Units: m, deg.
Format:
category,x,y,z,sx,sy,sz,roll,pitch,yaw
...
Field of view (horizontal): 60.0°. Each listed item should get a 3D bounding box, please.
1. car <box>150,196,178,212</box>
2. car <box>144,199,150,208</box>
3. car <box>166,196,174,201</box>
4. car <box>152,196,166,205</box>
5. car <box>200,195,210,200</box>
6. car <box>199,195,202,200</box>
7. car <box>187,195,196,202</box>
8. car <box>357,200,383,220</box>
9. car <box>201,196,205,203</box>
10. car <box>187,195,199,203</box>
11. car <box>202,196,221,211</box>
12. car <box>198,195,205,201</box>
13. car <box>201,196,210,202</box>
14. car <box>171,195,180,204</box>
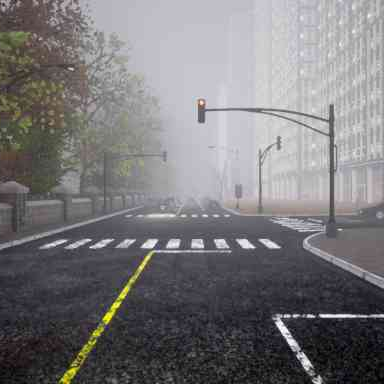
category,x,y,z,sx,sy,sz,roll,pitch,yaw
car,-3.135,1.509,38.214,2.128,1.511,4.902,0,0,0
car,-5.730,1.608,47.149,1.802,1.307,4.206,0,0,0
car,-5.765,1.626,86.575,1.887,1.381,4.507,0,0,0
car,-5.740,1.478,58.414,1.967,1.590,4.097,0,0,0
car,2.645,1.597,52.789,1.947,1.339,4.313,0,0,0
car,3.052,1.406,69.806,2.097,1.767,4.553,0,0,0
car,-0.069,1.482,78.807,2.033,1.411,5.357,0,0,0
car,14.933,1.239,24.747,4.892,1.490,1.837,-1,0,0
car,2.650,1.592,47.156,1.947,1.339,4.313,0,0,0
car,-0.061,1.578,69.224,1.812,1.442,4.674,0,0,0
car,2.655,1.587,41.523,1.947,1.339,4.313,0,0,0
car,2.611,1.642,92.214,2.008,1.369,4.403,0,0,0
car,3.082,1.590,76.836,1.812,1.442,4.674,0,0,0
car,-3.140,1.533,48.462,1.837,1.490,4.892,0,0,0
